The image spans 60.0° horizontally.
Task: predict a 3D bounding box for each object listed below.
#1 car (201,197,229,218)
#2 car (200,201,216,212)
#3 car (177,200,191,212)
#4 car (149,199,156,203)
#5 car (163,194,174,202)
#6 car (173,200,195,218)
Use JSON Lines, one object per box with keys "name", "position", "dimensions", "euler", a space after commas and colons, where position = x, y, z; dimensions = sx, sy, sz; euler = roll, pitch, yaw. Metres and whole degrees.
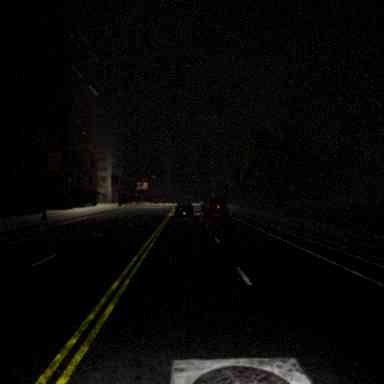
{"name": "car", "position": [2.449, 1.525, 34.337], "dimensions": [2.150, 2.045, 5.566], "euler": [0, -1, -1]}
{"name": "car", "position": [2.181, 2.016, 46.191], "dimensions": [1.895, 1.301, 4.718], "euler": [0, -1, -1]}
{"name": "car", "position": [-1.068, 1.935, 46.088], "dimensions": [1.837, 1.490, 4.892], "euler": [0, 0, -1]}
{"name": "car", "position": [-8.161, 1.823, 69.882], "dimensions": [2.128, 1.511, 4.902], "euler": [0, -1, -1]}
{"name": "car", "position": [-4.913, 1.509, 69.933], "dimensions": [2.150, 2.045, 5.566], "euler": [0, -1, -1]}
{"name": "car", "position": [-0.799, 1.823, 34.280], "dimensions": [1.837, 1.490, 4.892], "euler": [0, 0, -1]}
